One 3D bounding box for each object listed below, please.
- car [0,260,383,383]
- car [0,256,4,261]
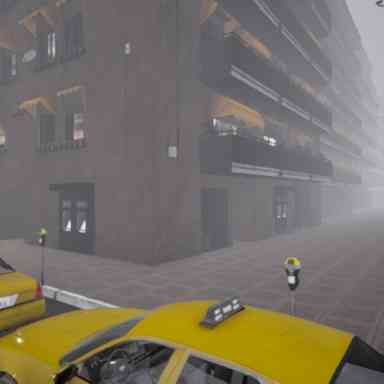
[{"bbox_3d":[0.024,1.525,2.709,4.829,1.417,1.752,0,0,36],"label":"car"},{"bbox_3d":[-4.563,1.524,5.991,4.829,1.417,1.752,0,0,36],"label":"car"}]
